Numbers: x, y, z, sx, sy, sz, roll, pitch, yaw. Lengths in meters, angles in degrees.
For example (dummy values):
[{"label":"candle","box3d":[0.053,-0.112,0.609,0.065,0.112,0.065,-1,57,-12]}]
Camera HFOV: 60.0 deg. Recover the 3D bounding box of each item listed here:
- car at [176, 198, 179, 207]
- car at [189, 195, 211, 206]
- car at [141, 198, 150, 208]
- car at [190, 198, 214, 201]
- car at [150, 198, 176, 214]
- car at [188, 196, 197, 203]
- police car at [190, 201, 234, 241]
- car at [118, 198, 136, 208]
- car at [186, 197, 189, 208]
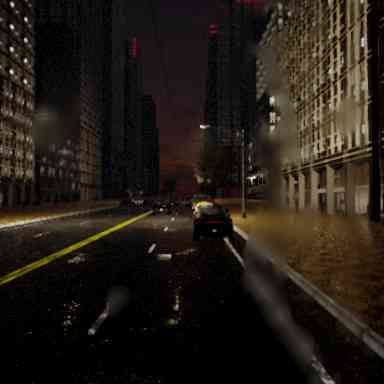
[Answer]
[{"label":"car","box3d":[-3.120,1.696,55.396,2.033,1.411,5.357,0,0,-1]},{"label":"car","box3d":[0.989,1.313,32.949,2.150,2.045,5.566,0,0,0]},{"label":"car","box3d":[-6.548,1.685,50.995,2.033,1.411,5.357,0,0,0]},{"label":"car","box3d":[0.986,1.528,27.108,1.801,1.575,5.366,0,0,0]},{"label":"car","box3d":[-3.135,1.600,36.414,1.837,1.490,4.892,0,-1,0]},{"label":"car","box3d":[0.030,1.529,69.901,1.882,1.535,5.008,0,0,0]},{"label":"police car","box3d":[0.982,1.471,17.025,1.930,1.638,5.238,0,0,0]},{"label":"car","box3d":[-9.797,1.685,50.948,2.033,1.411,5.357,0,0,0]},{"label":"car","box3d":[0.022,1.740,51.794,1.895,1.301,4.718,0,0,0]}]
